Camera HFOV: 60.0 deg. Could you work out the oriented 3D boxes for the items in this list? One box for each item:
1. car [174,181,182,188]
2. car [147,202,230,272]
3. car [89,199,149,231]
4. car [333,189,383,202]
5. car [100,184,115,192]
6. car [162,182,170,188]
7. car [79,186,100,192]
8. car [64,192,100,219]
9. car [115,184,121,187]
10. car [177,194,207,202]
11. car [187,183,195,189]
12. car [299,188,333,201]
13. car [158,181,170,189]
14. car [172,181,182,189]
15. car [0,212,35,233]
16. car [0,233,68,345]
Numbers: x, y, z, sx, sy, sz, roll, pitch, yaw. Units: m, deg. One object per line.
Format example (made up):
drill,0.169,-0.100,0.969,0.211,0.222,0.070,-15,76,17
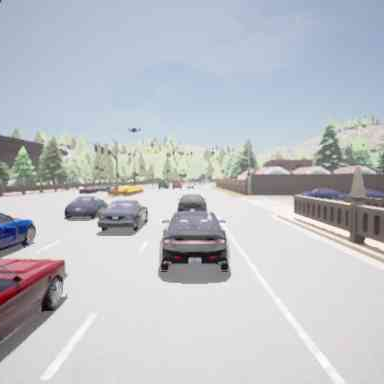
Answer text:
car,-3.854,-2.098,94.495,2.097,1.767,4.553,0,2,0
car,0.063,1.329,10.343,2.128,1.511,4.902,0,2,0
car,-3.461,1.122,17.464,2.033,1.411,5.357,0,2,0
car,18.092,0.410,35.692,4.674,1.442,1.812,0,2,2
car,-17.750,-0.755,66.911,2.033,1.411,5.357,0,2,0
car,-7.354,-1.929,94.519,2.128,1.511,4.902,0,2,0
car,-17.776,-0.318,56.954,1.895,1.301,4.718,0,2,0
car,-6.981,0.955,22.390,1.994,1.385,4.181,0,2,0
car,-17.789,-1.163,77.227,1.812,1.442,4.674,0,2,0
car,0.017,0.863,22.508,1.882,1.535,5.008,0,2,0
car,-0.325,-1.527,86.806,1.812,1.442,4.674,0,2,0
car,15.061,0.274,39.293,4.674,1.442,1.812,0,2,2
car,-7.315,-1.739,84.128,2.150,2.045,5.566,0,2,0
car,-3.815,-1.739,84.142,2.150,2.045,5.566,0,2,0
car,-6.939,1.299,10.754,1.882,1.535,5.008,0,2,0
car,-3.420,1.586,4.623,1.895,1.301,4.718,0,1,0
